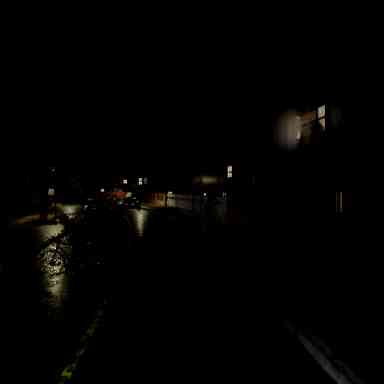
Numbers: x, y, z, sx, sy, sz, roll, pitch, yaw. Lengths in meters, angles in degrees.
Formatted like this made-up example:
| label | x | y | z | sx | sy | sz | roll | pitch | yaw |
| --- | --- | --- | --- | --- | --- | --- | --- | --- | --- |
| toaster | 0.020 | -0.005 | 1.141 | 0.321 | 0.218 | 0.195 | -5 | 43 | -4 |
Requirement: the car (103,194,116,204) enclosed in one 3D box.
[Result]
| label | x | y | z | sx | sy | sz | roll | pitch | yaw |
| --- | --- | --- | --- | --- | --- | --- | --- | --- | --- |
| car | -12.126 | 1.025 | 49.536 | 2.128 | 1.511 | 4.902 | 0 | 1 | -22 |

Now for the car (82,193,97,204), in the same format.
| label | x | y | z | sx | sy | sz | roll | pitch | yaw |
| --- | --- | --- | --- | --- | --- | --- | --- | --- | --- |
| car | -15.709 | 0.974 | 50.596 | 2.128 | 1.511 | 4.902 | 0 | 1 | -22 |

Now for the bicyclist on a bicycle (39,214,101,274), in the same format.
| label | x | y | z | sx | sy | sz | roll | pitch | yaw |
| --- | --- | --- | --- | --- | --- | --- | --- | --- | --- |
| bicyclist on a bicycle | -3.308 | 1.425 | 9.004 | 1.656 | 1.620 | 0.582 | -2 | 0 | -6 |

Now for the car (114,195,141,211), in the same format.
| label | x | y | z | sx | sy | sz | roll | pitch | yaw |
| --- | --- | --- | --- | --- | --- | --- | --- | --- | --- |
| car | -6.962 | 1.286 | 36.521 | 2.033 | 1.411 | 5.357 | 0 | 1 | -20 |
